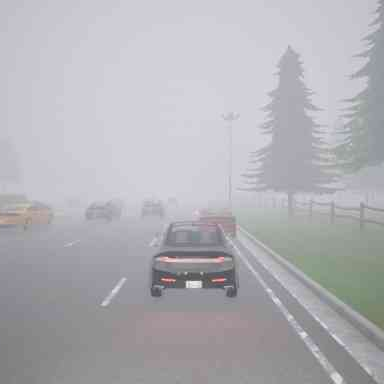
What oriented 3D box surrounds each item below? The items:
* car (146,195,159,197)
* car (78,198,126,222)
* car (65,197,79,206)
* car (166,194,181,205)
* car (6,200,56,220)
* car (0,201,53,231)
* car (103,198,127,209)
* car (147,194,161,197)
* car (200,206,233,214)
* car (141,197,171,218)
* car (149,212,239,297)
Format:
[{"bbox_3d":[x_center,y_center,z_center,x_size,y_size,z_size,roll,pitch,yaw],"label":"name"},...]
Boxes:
[{"bbox_3d":[-6.909,1.547,53.028,2.033,1.411,5.357,0,0,0],"label":"car"},{"bbox_3d":[-6.903,1.491,26.292,2.128,1.511,4.902,0,0,0],"label":"car"},{"bbox_3d":[-19.997,1.563,55.534,1.994,1.385,4.181,0,0,-24],"label":"car"},{"bbox_3d":[-3.408,1.506,59.450,1.837,1.490,4.892,0,0,0],"label":"car"},{"bbox_3d":[-14.000,1.491,29.250,2.128,1.511,4.902,0,0,-2],"label":"car"},{"bbox_3d":[-10.403,1.477,20.764,1.882,1.535,5.008,0,0,0],"label":"car"},{"bbox_3d":[-10.405,1.547,45.537,2.033,1.411,5.357,0,0,0],"label":"car"},{"bbox_3d":[-10.514,1.525,90.532,2.128,1.511,4.902,0,0,0],"label":"car"},{"bbox_3d":[1.222,1.478,17.898,1.882,1.535,5.008,0,0,0],"label":"car"},{"bbox_3d":[-3.404,1.491,30.316,2.128,1.511,4.902,0,0,0],"label":"car"},{"bbox_3d":[0.051,1.491,8.556,2.128,1.511,4.902,0,0,0],"label":"car"}]
